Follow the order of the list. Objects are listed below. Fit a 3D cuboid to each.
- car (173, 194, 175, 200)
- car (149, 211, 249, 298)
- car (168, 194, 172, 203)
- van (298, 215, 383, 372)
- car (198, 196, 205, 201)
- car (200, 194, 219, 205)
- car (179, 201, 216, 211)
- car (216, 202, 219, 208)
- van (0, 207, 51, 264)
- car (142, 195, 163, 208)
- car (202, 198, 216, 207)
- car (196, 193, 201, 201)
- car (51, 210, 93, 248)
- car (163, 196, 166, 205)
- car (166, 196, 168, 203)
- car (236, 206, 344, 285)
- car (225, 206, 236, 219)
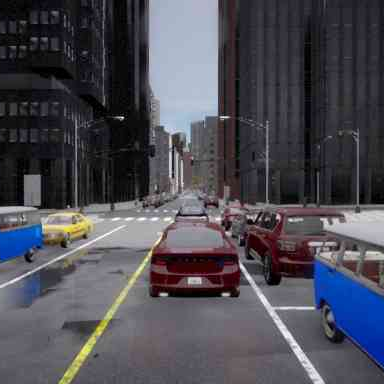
[{"bbox_3d":[-5.833,1.622,81.347,1.887,1.381,4.507,0,0,0],"label":"car"},{"bbox_3d":[0.060,1.478,8.582,1.882,1.535,5.008,0,0,0],"label":"car"},{"bbox_3d":[-5.823,1.617,70.061,1.947,1.339,4.313,0,0,0],"label":"car"},{"bbox_3d":[2.760,1.341,3.867,1.690,1.788,3.998,0,0,0],"label":"van"},{"bbox_3d":[2.684,1.672,92.636,1.947,1.339,4.313,0,0,0],"label":"car"},{"bbox_3d":[2.720,1.335,47.485,2.192,1.841,5.009,0,0,0],"label":"car"},{"bbox_3d":[-0.013,1.493,18.991,2.128,1.511,4.902,0,0,0],"label":"car"},{"bbox_3d":[2.743,1.547,20.444,1.887,1.381,4.507,0,0,0],"label":"car"},{"bbox_3d":[-5.776,1.341,9.399,1.690,1.788,3.998,0,0,0],"label":"van"},{"bbox_3d":[-5.805,1.334,47.488,2.192,1.841,5.009,0,0,0],"label":"car"},{"bbox_3d":[2.716,1.591,53.129,1.947,1.339,4.313,0,0,0],"label":"car"},{"bbox_3d":[2.688,1.637,86.991,1.887,1.381,4.507,0,0,0],"label":"car"},{"bbox_3d":[-5.779,1.526,14.753,1.752,1.417,4.829,0,0,0],"label":"car"},{"bbox_3d":[-5.810,1.340,53.131,2.192,1.841,5.009,0,0,0],"label":"car"},{"bbox_3d":[-5.813,1.598,58.774,1.947,1.339,4.313,0,0,0],"label":"car"},{"bbox_3d":[2.754,1.315,9.393,2.192,1.841,5.009,0,0,0],"label":"car"},{"bbox_3d":[2.749,1.551,14.919,2.008,1.369,4.403,0,0,0],"label":"car"}]
